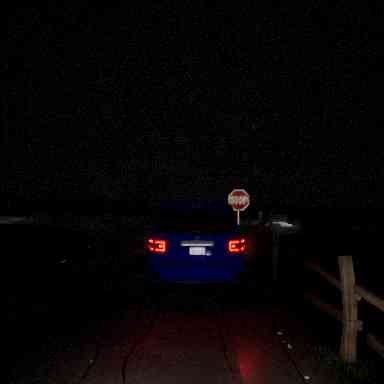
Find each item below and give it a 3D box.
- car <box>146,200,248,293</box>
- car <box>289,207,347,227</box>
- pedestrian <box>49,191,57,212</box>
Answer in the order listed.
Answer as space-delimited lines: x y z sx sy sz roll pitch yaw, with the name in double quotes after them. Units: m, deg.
0.083 1.214 8.992 2.150 2.045 5.566 0 0 0 "car"
9.660 1.840 25.629 4.181 1.385 1.994 2 3 -3 "car"
-12.080 0.778 28.947 0.375 1.860 0.375 0 1 0 "pedestrian"
